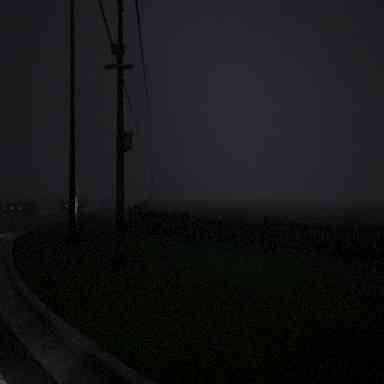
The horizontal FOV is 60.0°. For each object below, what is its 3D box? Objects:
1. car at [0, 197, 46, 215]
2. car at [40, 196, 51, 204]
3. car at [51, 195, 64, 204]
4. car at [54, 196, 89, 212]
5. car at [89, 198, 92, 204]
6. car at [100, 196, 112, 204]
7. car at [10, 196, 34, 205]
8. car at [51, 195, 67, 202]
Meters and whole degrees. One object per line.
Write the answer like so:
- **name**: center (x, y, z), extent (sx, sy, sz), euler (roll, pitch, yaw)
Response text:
- **car**: center (-16.743, 1.533, 33.032), extent (2.033, 1.411, 5.357), euler (0, 0, -6)
- **car**: center (-26.454, 1.502, 58.994), extent (1.812, 1.442, 4.674), euler (0, 0, -6)
- **car**: center (-22.847, 1.484, 59.100), extent (1.837, 1.490, 4.892), euler (0, 1, -6)
- **car**: center (-13.740, 1.533, 38.223), extent (2.033, 1.411, 5.357), euler (0, 0, -6)
- **car**: center (-19.335, 1.503, 59.150), extent (1.812, 1.442, 4.674), euler (0, 0, -6)
- **car**: center (-16.159, 1.503, 62.557), extent (1.812, 1.442, 4.674), euler (0, 0, -6)
- **car**: center (-29.947, 1.523, 58.789), extent (2.033, 1.411, 5.357), euler (0, 0, -5)
- **car**: center (-27.433, 1.358, 68.854), extent (1.994, 1.385, 4.181), euler (0, 0, -6)
